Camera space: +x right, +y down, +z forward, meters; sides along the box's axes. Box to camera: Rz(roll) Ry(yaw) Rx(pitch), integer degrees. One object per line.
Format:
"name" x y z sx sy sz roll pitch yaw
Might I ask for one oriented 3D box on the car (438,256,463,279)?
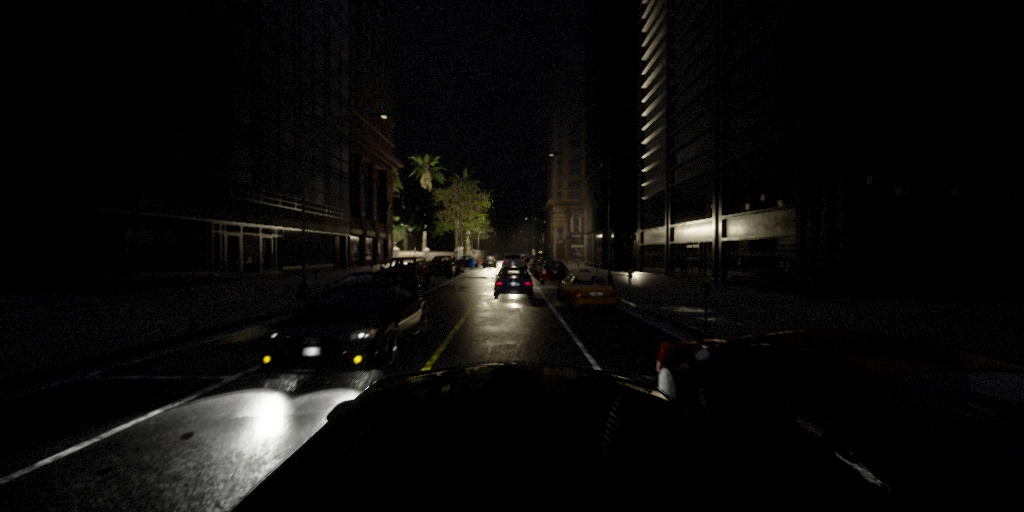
"car" -5.758 0.888 30.164 2.192 1.841 5.009 0 0 0

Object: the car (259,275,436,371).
"car" -3.099 1.276 7.537 1.994 1.385 4.181 0 0 0

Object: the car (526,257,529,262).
"car" 2.769 1.060 41.000 2.007 1.370 4.403 0 0 0

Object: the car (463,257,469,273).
"car" -5.757 1.086 35.589 1.888 1.381 4.507 0 0 0

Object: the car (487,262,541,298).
"car" 0.073 1.197 17.543 2.033 1.411 5.357 0 0 0

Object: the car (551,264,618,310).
"car" 2.765 1.197 14.046 1.751 1.417 4.829 0 0 0

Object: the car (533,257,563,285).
"car" 2.766 1.045 24.725 1.967 1.591 4.097 0 0 0

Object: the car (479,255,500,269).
"car" -3.060 1.004 50.060 2.033 1.411 5.357 0 0 0

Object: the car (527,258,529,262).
"car" 2.767 1.086 35.576 1.888 1.381 4.507 0 0 0

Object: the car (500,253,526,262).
"car" 0.101 0.745 38.362 2.150 2.045 5.566 0 0 0

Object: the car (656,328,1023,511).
"car" 2.763 1.286 3.026 1.888 1.381 4.507 0 0 0

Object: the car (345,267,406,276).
"car" -5.761 1.254 13.886 1.802 1.307 4.207 0 0 0

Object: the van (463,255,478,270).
"van" -5.756 0.819 46.441 1.690 1.789 3.998 0 0 0

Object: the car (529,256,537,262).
"car" 2.767 1.012 30.151 1.967 1.591 4.097 0 0 0

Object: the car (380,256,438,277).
"car" -5.760 0.953 19.312 2.192 1.841 5.009 0 0 0
